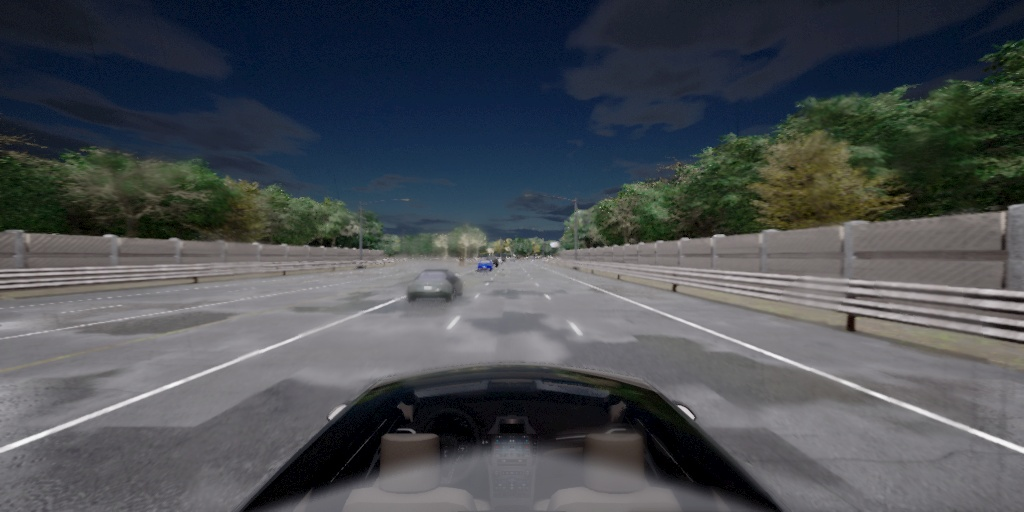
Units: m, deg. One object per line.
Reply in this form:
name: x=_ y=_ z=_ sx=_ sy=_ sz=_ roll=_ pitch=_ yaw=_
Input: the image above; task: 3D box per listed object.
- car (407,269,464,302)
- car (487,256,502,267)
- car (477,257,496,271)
car: x=-3.496 y=1.298 z=16.924 sx=1.994 sy=1.385 sz=4.181 roll=0 pitch=0 yaw=0
car: x=-3.483 y=0.958 z=63.706 sx=2.150 sy=2.045 sz=5.566 roll=0 pitch=0 yaw=0
car: x=-3.486 y=1.219 z=47.529 sx=1.882 sy=1.535 sz=5.008 roll=0 pitch=0 yaw=0
